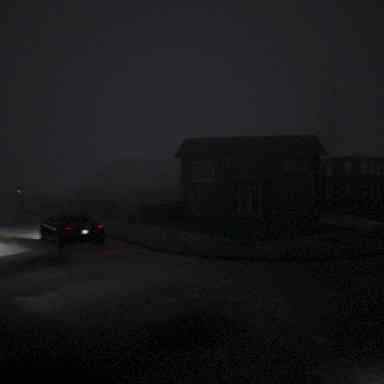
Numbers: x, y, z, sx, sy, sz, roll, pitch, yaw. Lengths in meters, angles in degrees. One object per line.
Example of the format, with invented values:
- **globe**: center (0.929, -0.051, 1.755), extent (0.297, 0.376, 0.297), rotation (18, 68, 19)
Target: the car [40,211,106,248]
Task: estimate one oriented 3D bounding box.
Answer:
- **car**: center (-5.408, 1.558, 14.872), extent (1.994, 1.385, 4.181), rotation (0, 0, -35)
